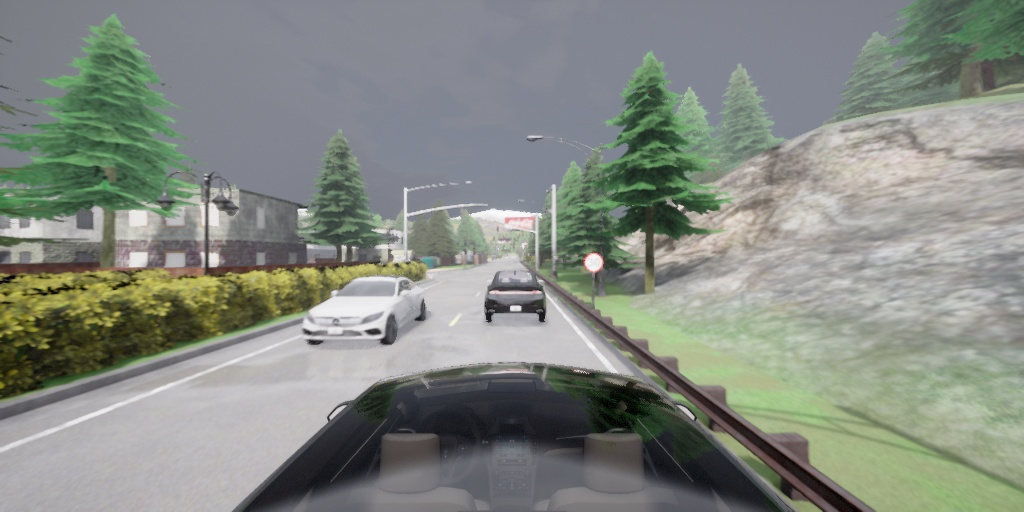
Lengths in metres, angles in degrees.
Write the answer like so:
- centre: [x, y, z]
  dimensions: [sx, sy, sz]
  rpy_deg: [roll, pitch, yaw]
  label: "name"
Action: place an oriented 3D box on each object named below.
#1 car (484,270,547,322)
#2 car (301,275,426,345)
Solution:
- centre: [0.101, 1.223, 12.236]
  dimensions: [2.128, 1.511, 4.902]
  rpy_deg: [0, 0, 0]
  label: "car"
- centre: [-3.587, 1.262, 9.612]
  dimensions: [1.812, 1.442, 4.674]
  rpy_deg: [0, 0, 0]
  label: "car"
